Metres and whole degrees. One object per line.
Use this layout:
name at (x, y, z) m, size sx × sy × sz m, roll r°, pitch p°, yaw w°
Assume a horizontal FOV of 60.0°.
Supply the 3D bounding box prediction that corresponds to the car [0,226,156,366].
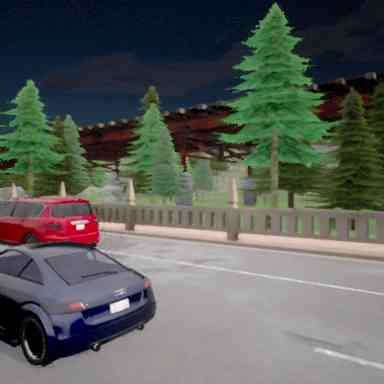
car at (-2.645, 1.570, 5.859) m, size 4.181 × 1.385 × 1.994 m, roll 0°, pitch 0°, yaw 36°

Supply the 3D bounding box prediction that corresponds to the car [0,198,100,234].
car at (-5.842, 1.233, 12.455) m, size 5.566 × 2.045 × 2.150 m, roll 0°, pitch 0°, yaw 36°
